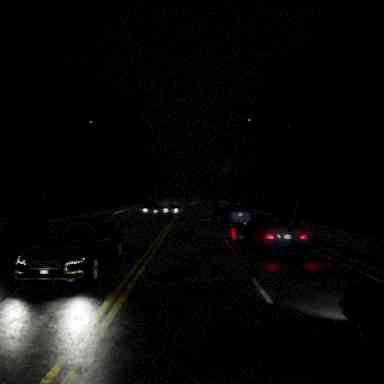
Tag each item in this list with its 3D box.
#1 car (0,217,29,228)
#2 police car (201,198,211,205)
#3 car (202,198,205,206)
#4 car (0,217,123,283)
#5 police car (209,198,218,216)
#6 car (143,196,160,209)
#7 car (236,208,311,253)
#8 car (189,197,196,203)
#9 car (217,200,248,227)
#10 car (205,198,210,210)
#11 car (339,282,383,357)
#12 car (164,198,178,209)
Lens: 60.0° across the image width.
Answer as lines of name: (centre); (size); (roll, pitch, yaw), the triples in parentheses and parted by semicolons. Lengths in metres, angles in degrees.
car: (-6.597, 1.601, 11.205); (1.812, 1.442, 4.674); (0, 0, 0)
police car: (3.275, 2.181, 79.635); (2.038, 1.542, 4.974); (0, -1, 0)
car: (3.268, 2.017, 57.633); (1.994, 1.385, 4.181); (0, -1, 0)
car: (-3.348, 1.572, 9.958); (1.837, 1.490, 4.892); (0, 0, 0)
police car: (3.261, 1.684, 35.743); (1.930, 1.638, 5.238); (0, 0, 0)
car: (-6.541, 1.644, 54.494); (2.150, 2.045, 5.566); (0, 0, 0)
car: (3.355, 1.644, 14.158); (2.033, 1.411, 5.357); (0, 0, 1)
car: (0.028, 2.158, 88.934); (2.128, 1.511, 4.902); (0, -1, 0)
car: (3.258, 1.603, 24.633); (2.033, 1.649, 4.856); (0, 0, 0)
car: (3.265, 1.917, 46.632); (1.994, 1.385, 4.181); (0, -1, 0)
car: (3.352, 1.569, 3.054); (2.033, 1.411, 5.357); (0, 0, 0)
car: (-3.296, 1.764, 53.195); (2.097, 1.767, 4.553); (0, -1, 0)
